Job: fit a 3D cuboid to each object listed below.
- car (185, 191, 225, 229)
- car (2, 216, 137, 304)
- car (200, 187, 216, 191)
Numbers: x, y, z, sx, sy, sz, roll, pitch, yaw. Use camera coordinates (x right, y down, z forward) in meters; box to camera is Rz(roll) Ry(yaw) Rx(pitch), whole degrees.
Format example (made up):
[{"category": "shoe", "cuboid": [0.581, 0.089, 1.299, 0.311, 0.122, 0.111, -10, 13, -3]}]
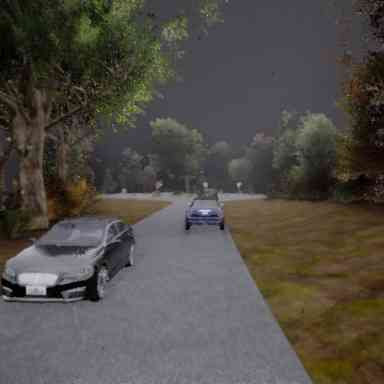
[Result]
[{"category": "car", "cuboid": [0.772, 1.060, 19.326, 2.097, 1.767, 4.553, 0, 1, 3]}, {"category": "car", "cuboid": [-2.645, 1.417, 8.257, 2.128, 1.511, 4.902, 1, 1, 2]}, {"category": "car", "cuboid": [1.811, 0.470, 37.542, 2.150, 2.045, 5.566, 0, 1, 4]}]
